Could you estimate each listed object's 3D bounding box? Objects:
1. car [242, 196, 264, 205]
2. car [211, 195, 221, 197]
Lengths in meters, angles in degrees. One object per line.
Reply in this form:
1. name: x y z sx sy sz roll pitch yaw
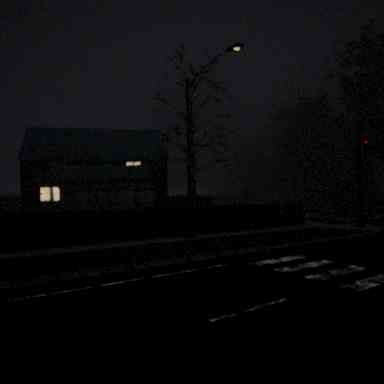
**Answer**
1. car: 7.968 1.301 42.321 2.128 1.511 4.902 -2 1 -15
2. car: 4.042 1.239 57.205 2.033 1.411 5.357 -2 1 -14
